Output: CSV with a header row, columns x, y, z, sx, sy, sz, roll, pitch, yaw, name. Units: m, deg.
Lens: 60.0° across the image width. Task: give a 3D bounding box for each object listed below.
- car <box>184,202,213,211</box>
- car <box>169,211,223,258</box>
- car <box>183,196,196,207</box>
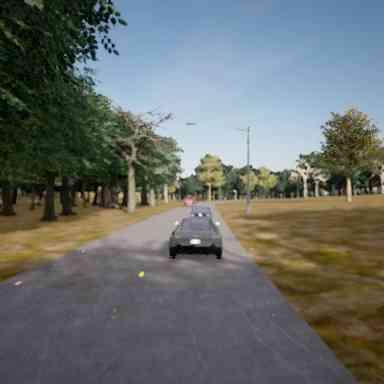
x,y,z,sx,sy,sz,roll,pitch,yaw,name
0.737,1.809,27.386,2.033,1.411,5.357,0,-1,3,car
0.195,1.692,13.418,1.994,1.385,4.181,0,0,2,car
-0.459,1.852,64.996,2.150,2.045,5.566,0,-1,3,car
